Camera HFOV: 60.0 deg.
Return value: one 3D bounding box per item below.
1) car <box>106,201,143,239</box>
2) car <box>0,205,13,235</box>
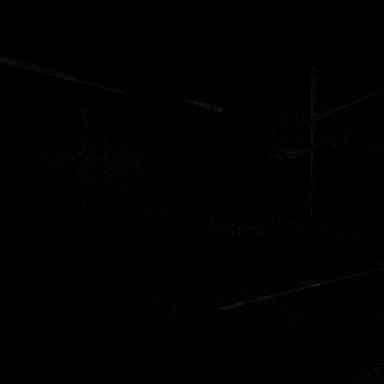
[{"bbox_3d":[-4.324,1.448,18.358,1.905,1.878,3.866,1,0,-36],"label":"car"},{"bbox_3d":[-11.453,1.523,18.621,2.242,1.667,4.611,1,0,-36],"label":"car"}]
